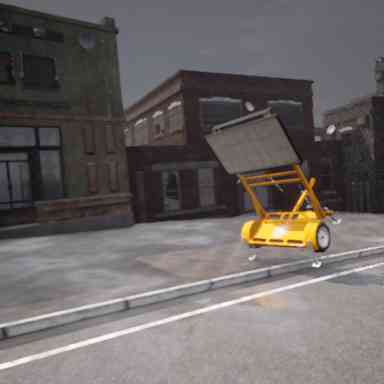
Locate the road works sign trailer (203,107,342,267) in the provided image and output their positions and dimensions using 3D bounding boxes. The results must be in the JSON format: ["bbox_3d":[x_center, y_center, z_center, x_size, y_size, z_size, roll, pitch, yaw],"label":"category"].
[{"bbox_3d":[2.125,-0.430,8.722,2.380,3.560,2.880,-7,36,51],"label":"road works sign trailer"}]
